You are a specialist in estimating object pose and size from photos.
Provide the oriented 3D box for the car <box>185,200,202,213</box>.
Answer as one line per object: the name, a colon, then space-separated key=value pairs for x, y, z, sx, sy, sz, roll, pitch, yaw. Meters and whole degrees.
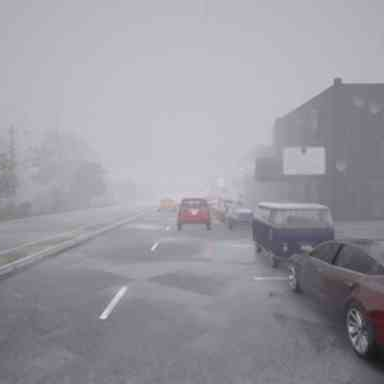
car: x=0.178 y=1.738 z=41.341 sx=1.882 sy=1.535 sz=5.008 roll=0 pitch=-1 yaw=0

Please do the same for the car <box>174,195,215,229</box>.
car: x=0.141 y=1.368 z=22.789 sx=2.150 sy=2.045 sz=5.566 roll=0 pitch=0 yaw=0

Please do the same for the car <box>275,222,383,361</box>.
car: x=3.235 y=1.549 z=6.007 sx=2.163 sy=1.488 sz=4.792 roll=0 pitch=0 yaw=0

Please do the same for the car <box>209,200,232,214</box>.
car: x=3.299 y=1.730 z=39.247 sx=2.231 sy=1.521 sz=4.892 roll=0 pitch=0 yaw=0

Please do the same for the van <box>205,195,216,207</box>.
van: x=3.342 y=1.642 z=61.471 sx=1.878 sy=1.987 sz=4.442 roll=0 pitch=0 yaw=0

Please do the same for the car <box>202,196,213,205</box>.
car: x=3.364 y=1.811 z=72.372 sx=2.185 sy=1.767 sz=4.553 roll=0 pitch=0 yaw=0

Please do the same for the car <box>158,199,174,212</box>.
car: x=-3.075 y=1.618 z=42.286 sx=2.097 sy=1.767 sz=4.553 roll=0 pitch=0 yaw=0

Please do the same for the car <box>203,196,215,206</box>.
car: x=3.353 y=1.776 z=66.848 sx=2.185 sy=1.767 sz=4.553 roll=0 pitch=0 yaw=0

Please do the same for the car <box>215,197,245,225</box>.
car: x=3.277 y=1.533 z=28.172 sx=2.185 sy=1.767 sz=4.553 roll=0 pitch=0 yaw=0

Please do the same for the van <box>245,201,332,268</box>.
van: x=3.245 y=1.329 z=11.620 sx=1.878 sy=1.987 sz=4.442 roll=0 pitch=0 yaw=0

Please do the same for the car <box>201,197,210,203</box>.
car: x=3.384 y=2.006 z=83.321 sx=2.231 sy=1.521 sz=4.892 roll=0 pitch=0 yaw=0
